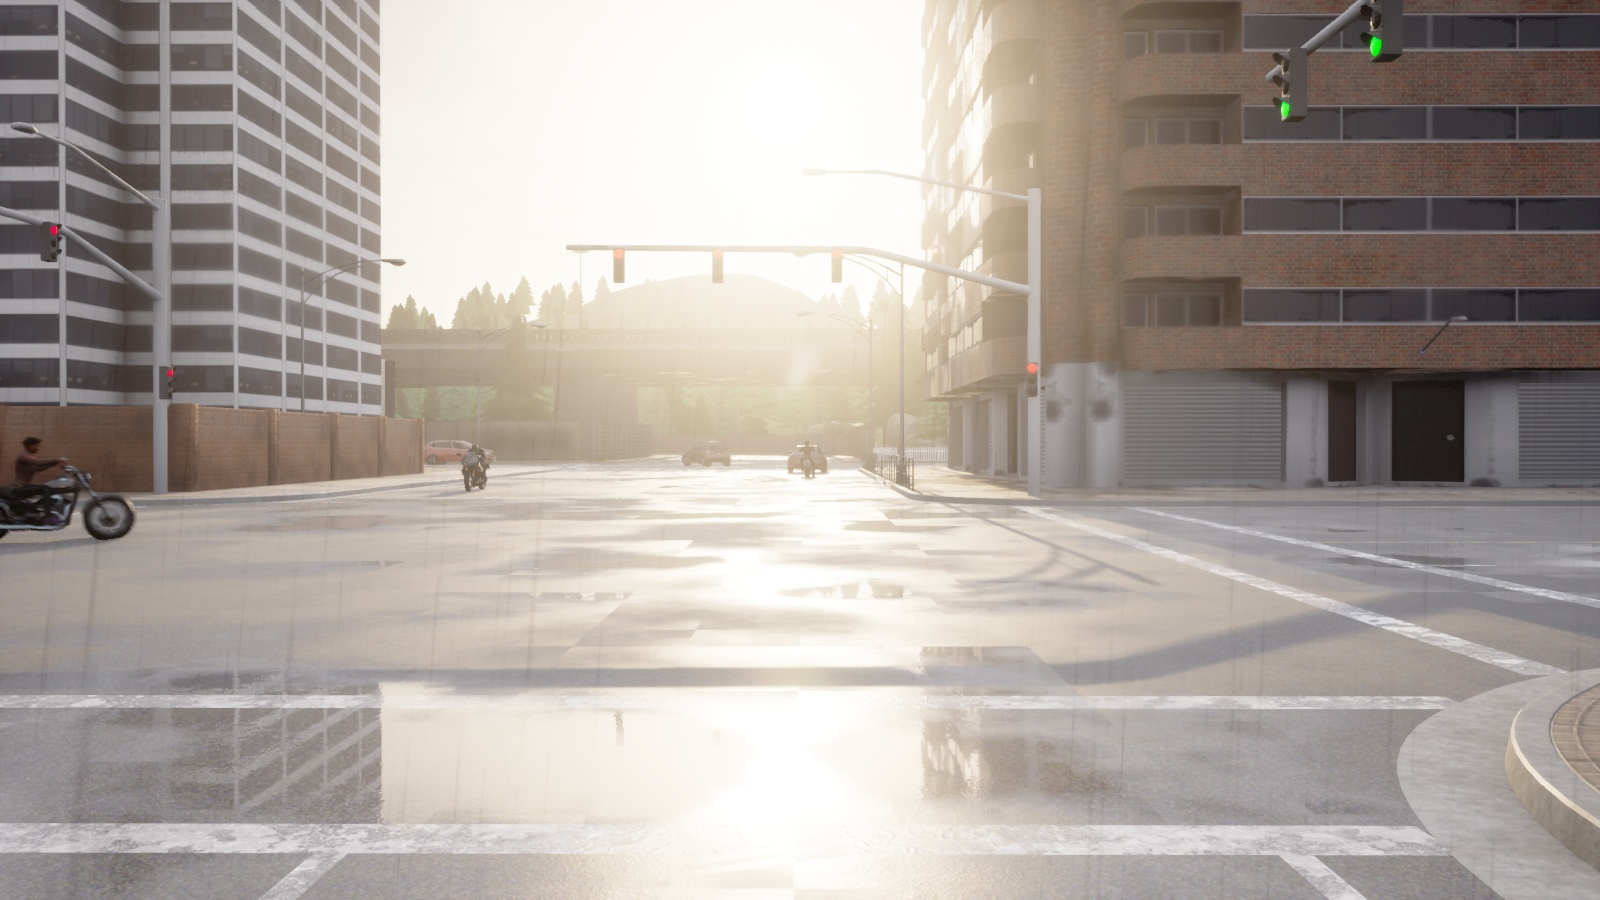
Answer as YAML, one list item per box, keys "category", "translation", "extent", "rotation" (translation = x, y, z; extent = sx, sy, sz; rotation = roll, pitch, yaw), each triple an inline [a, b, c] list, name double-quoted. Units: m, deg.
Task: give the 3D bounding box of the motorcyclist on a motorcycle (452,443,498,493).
- category: "motorcyclist on a motorcycle"
  translation: [-10.265, 0.549, 39.709]
  extent: [0.866, 1.530, 2.191]
  rotation: [0, 0, 0]

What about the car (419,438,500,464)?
- category: "car"
  translation: [-21.866, 0.062, 80.710]
  extent: [4.611, 1.667, 2.242]
  rotation: [0, 0, 0]

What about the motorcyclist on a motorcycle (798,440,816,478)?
- category: "motorcyclist on a motorcycle"
  translation: [0.320, 0.386, 55.093]
  extent: [0.766, 1.649, 2.350]
  rotation: [0, 0, 1]

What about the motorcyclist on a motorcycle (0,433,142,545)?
- category: "motorcyclist on a motorcycle"
  translation: [-11.342, 0.580, 19.095]
  extent: [2.350, 1.649, 0.766]
  rotation: [0, -1, -26]

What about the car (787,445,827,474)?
- category: "car"
  translation: [0.367, 0.450, 63.841]
  extent: [1.994, 1.385, 4.181]
  rotation: [0, 0, 0]

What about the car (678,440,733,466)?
- category: "car"
  translation: [-5.960, 0.177, 78.665]
  extent: [1.851, 1.617, 3.988]
  rotation: [0, 1, -30]
